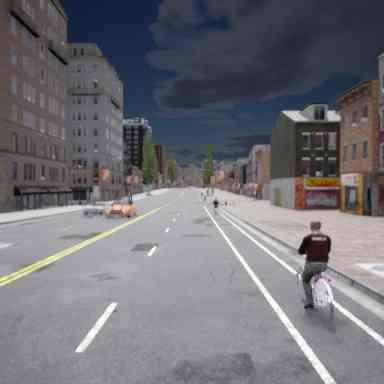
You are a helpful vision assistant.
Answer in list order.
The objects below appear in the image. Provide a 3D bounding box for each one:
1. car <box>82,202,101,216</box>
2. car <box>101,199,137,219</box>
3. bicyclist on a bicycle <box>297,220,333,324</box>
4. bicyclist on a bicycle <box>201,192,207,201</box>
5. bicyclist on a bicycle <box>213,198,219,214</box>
[{"bbox_3d":[-9.649,1.700,34.214,1.895,1.301,4.718,0,0,0],"label":"car"},{"bbox_3d":[-6.422,1.450,30.449,2.097,1.767,4.553,0,0,0],"label":"car"},{"bbox_3d":[2.285,1.402,6.338,0.659,1.776,1.843,0,0,0],"label":"bicyclist on a bicycle"},{"bbox_3d":[2.653,1.305,68.528,0.866,1.612,1.509,1,-2,1],"label":"bicyclist on a bicycle"},{"bbox_3d":[2.450,1.471,34.328,0.659,1.776,1.843,0,0,0],"label":"bicyclist on a bicycle"}]
